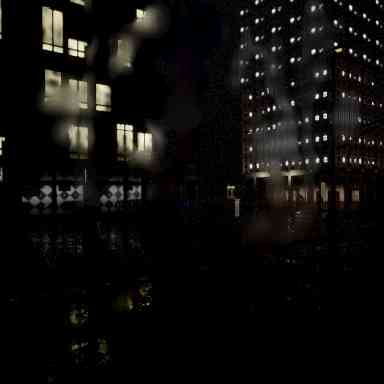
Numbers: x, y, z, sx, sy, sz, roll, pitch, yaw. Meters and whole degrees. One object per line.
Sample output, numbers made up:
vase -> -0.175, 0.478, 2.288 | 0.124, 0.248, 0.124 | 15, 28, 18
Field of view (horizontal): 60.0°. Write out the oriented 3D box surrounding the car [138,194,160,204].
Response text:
car -> -7.817, 1.204, 59.876 | 1.882, 1.535, 5.008 | -1, 1, -34

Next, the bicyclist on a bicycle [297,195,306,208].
bicyclist on a bicycle -> 12.917, 1.117, 39.213 | 1.656, 1.620, 0.582 | -1, 1, -34

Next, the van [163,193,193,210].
van -> -1.474, 1.210, 40.252 | 1.690, 1.788, 3.998 | 0, 0, -34

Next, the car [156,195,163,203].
car -> -3.883, 1.035, 58.707 | 2.192, 1.841, 5.009 | 0, 0, -34

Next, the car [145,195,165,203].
car -> -6.996, 1.238, 63.289 | 1.887, 1.381, 4.507 | 0, 0, -34
